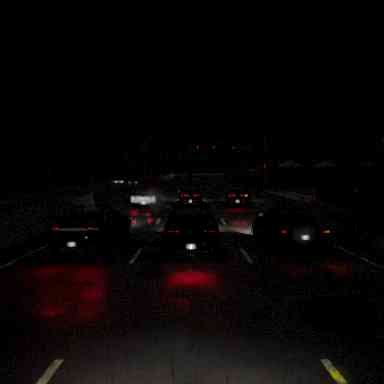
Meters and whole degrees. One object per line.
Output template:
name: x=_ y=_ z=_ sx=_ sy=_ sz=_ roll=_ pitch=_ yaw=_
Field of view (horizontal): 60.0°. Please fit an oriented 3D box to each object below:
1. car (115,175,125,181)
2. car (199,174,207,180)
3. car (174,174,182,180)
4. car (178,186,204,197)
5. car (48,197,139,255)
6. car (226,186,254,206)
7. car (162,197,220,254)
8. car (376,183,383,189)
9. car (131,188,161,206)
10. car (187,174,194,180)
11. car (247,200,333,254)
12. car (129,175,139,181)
car: x=-17.933 y=-3.441 z=82.883 sx=1.994 sy=1.385 sz=4.181 roll=0 pitch=4 yaw=0
car: x=3.030 y=-3.983 z=89.631 sx=1.882 sy=1.535 sz=5.008 roll=0 pitch=4 yaw=0
car: x=-3.970 y=-3.916 z=89.597 sx=2.033 sy=1.411 sz=5.357 roll=0 pitch=4 yaw=0
car: x=-0.103 y=0.248 z=27.063 sx=1.837 sy=1.490 sz=4.892 roll=0 pitch=4 yaw=0
car: x=-3.522 y=1.194 z=12.138 sx=2.128 sy=1.511 sz=4.902 roll=0 pitch=3 yaw=0
car: x=3.899 y=0.255 z=26.959 sx=1.837 sy=1.490 sz=4.892 roll=0 pitch=4 yaw=12
car: x=-0.022 y=1.207 z=12.158 sx=1.837 sy=1.490 sz=4.892 roll=0 pitch=3 yaw=0
car: x=27.297 y=-0.940 z=44.594 sx=4.902 sy=1.511 sz=2.128 roll=0 pitch=4 yaw=2
car: x=-3.604 y=0.360 z=26.793 sx=1.895 sy=1.301 sz=4.718 roll=0 pitch=4 yaw=0
car: x=-0.470 y=-3.918 z=89.616 sx=2.033 sy=1.411 sz=5.357 roll=0 pitch=4 yaw=0
car: x=3.480 y=1.262 z=12.204 sx=1.994 sy=1.385 sz=4.181 roll=0 pitch=3 yaw=0
car: x=-14.433 y=-3.495 z=82.899 sx=1.837 sy=1.490 sz=4.892 roll=0 pitch=4 yaw=0
